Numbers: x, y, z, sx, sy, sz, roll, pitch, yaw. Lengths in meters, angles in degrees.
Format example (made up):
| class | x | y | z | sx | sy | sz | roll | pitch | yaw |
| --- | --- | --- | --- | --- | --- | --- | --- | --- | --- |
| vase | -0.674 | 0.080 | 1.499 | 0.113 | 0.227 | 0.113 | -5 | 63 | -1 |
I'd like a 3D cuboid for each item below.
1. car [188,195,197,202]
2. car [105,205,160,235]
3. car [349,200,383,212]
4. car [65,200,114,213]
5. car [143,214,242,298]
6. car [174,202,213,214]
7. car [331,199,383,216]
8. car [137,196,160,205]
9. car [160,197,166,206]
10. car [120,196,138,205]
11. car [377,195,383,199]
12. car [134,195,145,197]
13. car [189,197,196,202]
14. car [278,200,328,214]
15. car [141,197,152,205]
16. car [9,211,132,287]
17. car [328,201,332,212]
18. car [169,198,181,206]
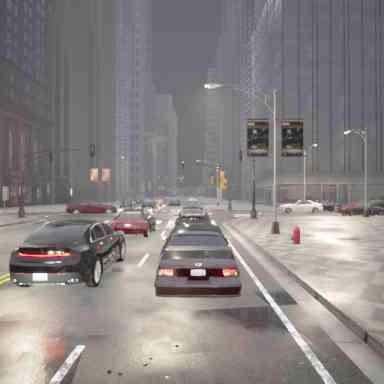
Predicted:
| class | x | y | z | sx | sy | sz | roll | pitch | yaw |
| --- | --- | --- | --- | --- | --- | --- | --- | --- | --- |
| car | 0.118 | 1.682 | 80.594 | 2.150 | 2.045 | 5.566 | 0 | 0 | 0 |
| car | -3.124 | 1.601 | 18.207 | 1.994 | 1.385 | 4.181 | 0 | 0 | 0 |
| car | 20.882 | 1.641 | 38.769 | 4.313 | 1.339 | 1.947 | 0 | 0 | -1 |
| car | -10.251 | 1.594 | 33.858 | 5.008 | 1.535 | 1.882 | 1 | 0 | -22 |
| car | 0.119 | 1.557 | 8.718 | 2.033 | 1.411 | 5.357 | 0 | 0 | 0 |
| car | 0.074 | 1.542 | 18.457 | 1.837 | 1.490 | 4.892 | 0 | 0 | 1 |
| car | 15.359 | 1.575 | 30.166 | 4.206 | 1.307 | 1.802 | 0 | 0 | -1 |
| car | -6.520 | 1.775 | 50.803 | 2.033 | 1.411 | 5.357 | 0 | 0 | 0 |
| car | -6.482 | 1.645 | 60.085 | 2.097 | 1.767 | 4.553 | 0 | 0 | 0 |
| car | -9.801 | 1.732 | 50.694 | 1.837 | 1.490 | 4.892 | 0 | 0 | -2 |
| car | 21.522 | 1.262 | 36.029 | 5.566 | 2.045 | 2.150 | 0 | -1 | -1 |
| car | -9.729 | 1.519 | 60.714 | 2.150 | 2.045 | 5.566 | 0 | 0 | 0 |
| car | 0.133 | 2.023 | 91.171 | 1.882 | 1.535 | 5.008 | 0 | 0 | 0 |
| car | 11.688 | 1.600 | 35.882 | 4.674 | 1.442 | 1.812 | 0 | -1 | -1 |
| car | -9.646 | 1.902 | 71.060 | 1.812 | 1.442 | 4.674 | 0 | 0 | 0 |
| car | -3.137 | 1.515 | 9.307 | 1.837 | 1.490 | 4.892 | 0 | 0 | 0 |
| car | 15.242 | 1.660 | 38.690 | 4.313 | 1.339 | 1.947 | 0 | 0 | -1 |
| car | -3.074 | 1.866 | 61.250 | 1.994 | 1.385 | 4.181 | 0 | 0 | 0 |
